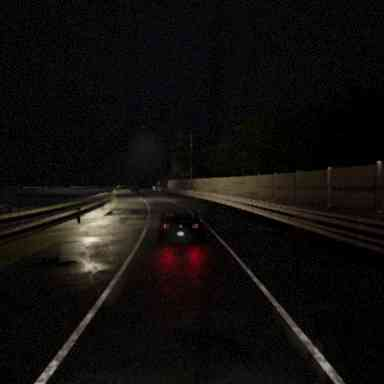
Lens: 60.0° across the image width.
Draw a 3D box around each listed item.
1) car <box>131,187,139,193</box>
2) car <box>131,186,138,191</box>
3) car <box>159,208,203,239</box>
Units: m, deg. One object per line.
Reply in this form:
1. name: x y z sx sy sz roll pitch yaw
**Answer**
1. car: -13.965 -0.546 82.274 2.033 1.411 5.357 0 2 -11
2. car: -15.904 -0.861 92.435 1.895 1.301 4.718 0 2 -9
3. car: -0.634 1.417 16.167 1.895 1.301 4.718 0 1 -4
